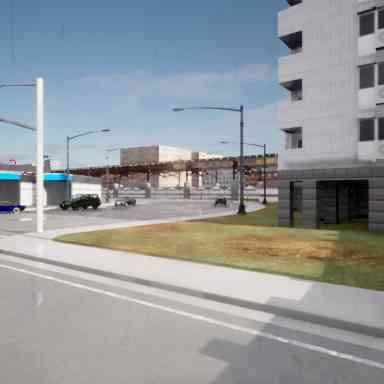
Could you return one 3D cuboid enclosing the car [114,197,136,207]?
[{"bbox_3d":[-10.295,1.492,51.630,2.128,1.511,4.902,0,0,14],"label":"car"}]

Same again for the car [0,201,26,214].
[{"bbox_3d":[-19.692,1.601,33.894,1.895,1.301,4.718,0,0,37],"label":"car"}]

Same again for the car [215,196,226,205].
[{"bbox_3d":[4.909,1.505,57.241,1.837,1.490,4.892,0,0,5],"label":"car"}]

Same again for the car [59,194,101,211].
[{"bbox_3d":[-14.058,1.221,42.216,2.150,2.045,5.566,0,0,29],"label":"car"}]
